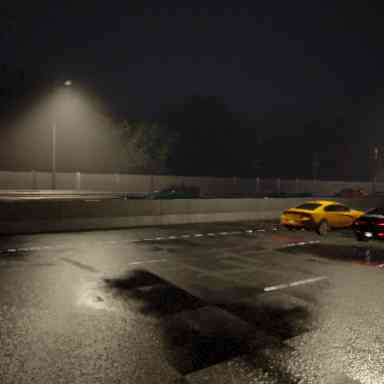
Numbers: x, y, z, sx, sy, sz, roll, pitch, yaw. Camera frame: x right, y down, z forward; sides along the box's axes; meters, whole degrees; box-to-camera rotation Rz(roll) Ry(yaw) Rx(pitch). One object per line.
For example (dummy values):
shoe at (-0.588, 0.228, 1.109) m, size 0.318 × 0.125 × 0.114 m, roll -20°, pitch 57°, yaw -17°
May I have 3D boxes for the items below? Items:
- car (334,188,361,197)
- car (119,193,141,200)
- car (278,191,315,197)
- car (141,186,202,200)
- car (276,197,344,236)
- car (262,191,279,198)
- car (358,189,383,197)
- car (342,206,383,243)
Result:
car at (24.765, 0.448, 52.398) m, size 5.566 × 2.045 × 2.150 m, roll -1°, pitch 2°, yaw -32°
car at (-5.029, 0.705, 34.003) m, size 4.718 × 1.301 × 1.895 m, roll 0°, pitch 2°, yaw -32°
car at (13.391, 0.768, 41.278) m, size 4.674 × 1.442 × 1.812 m, roll 0°, pitch 2°, yaw -31°
car at (-1.654, 0.433, 31.961) m, size 5.566 × 2.045 × 2.150 m, roll 1°, pitch 1°, yaw -32°
car at (6.629, 1.194, 16.428) m, size 5.008 × 1.535 × 1.882 m, roll 0°, pitch 2°, yaw -32°
car at (11.357, 0.646, 44.128) m, size 4.892 × 1.490 × 1.837 m, roll 0°, pitch 1°, yaw -31°
car at (28.025, 0.769, 50.315) m, size 4.902 × 1.511 × 2.128 m, roll 0°, pitch 2°, yaw -32°
car at (8.560, 1.324, 13.511) m, size 4.892 × 1.490 × 1.837 m, roll 0°, pitch 2°, yaw -32°
